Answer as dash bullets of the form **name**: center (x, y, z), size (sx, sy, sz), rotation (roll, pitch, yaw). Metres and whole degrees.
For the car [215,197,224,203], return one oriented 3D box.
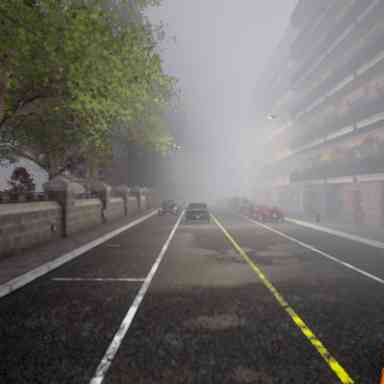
- **car**: center (6.317, 1.790, 77.720), size (1.752, 1.417, 4.829), rotation (0, 0, 0)

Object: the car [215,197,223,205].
- **car**: center (6.277, 1.661, 66.288), size (1.967, 1.590, 4.097), rotation (0, 0, 0)

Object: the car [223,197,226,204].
- **car**: center (6.217, 1.604, 49.398), size (1.967, 1.590, 4.097), rotation (0, 0, 0)

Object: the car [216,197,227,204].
- **car**: center (6.297, 1.808, 71.918), size (1.947, 1.339, 4.313), rotation (0, 0, 0)

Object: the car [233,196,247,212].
- **car**: center (6.177, 1.569, 38.137), size (1.967, 1.590, 4.097), rotation (0, 0, 0)

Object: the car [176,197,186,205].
- **car**: center (-2.104, 1.709, 66.147), size (1.752, 1.417, 4.829), rotation (0, 0, 0)

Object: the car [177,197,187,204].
- **car**: center (-2.083, 1.755, 71.948), size (2.008, 1.369, 4.403), rotation (0, 0, 0)

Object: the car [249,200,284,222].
- **car**: center (6.137, 1.640, 26.877), size (1.887, 1.381, 4.507), rotation (0, 0, 0)

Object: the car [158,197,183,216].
- **car**: center (-2.224, 1.515, 32.537), size (1.967, 1.590, 4.097), rotation (0, 0, 0)

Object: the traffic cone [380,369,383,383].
- **traffic cone**: center (2.087, 1.973, 3.500), size (0.340, 0.580, 0.340), rotation (0, 0, 0)

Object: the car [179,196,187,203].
- **car**: center (-2.064, 1.751, 77.408), size (1.752, 1.417, 4.829), rotation (0, 0, 0)

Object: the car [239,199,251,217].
- **car**: center (6.156, 1.657, 32.507), size (1.887, 1.381, 4.507), rotation (0, 0, 0)

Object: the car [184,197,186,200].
- **car**: center (-2.163, 1.678, 49.427), size (2.008, 1.369, 4.403), rotation (0, 0, 0)

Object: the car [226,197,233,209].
- **car**: center (6.197, 1.462, 43.767), size (2.192, 1.841, 5.009), rotation (0, 0, 0)

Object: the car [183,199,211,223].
- **car**: center (0.447, 1.547, 26.755), size (1.882, 1.535, 5.008), rotation (0, 0, 0)
